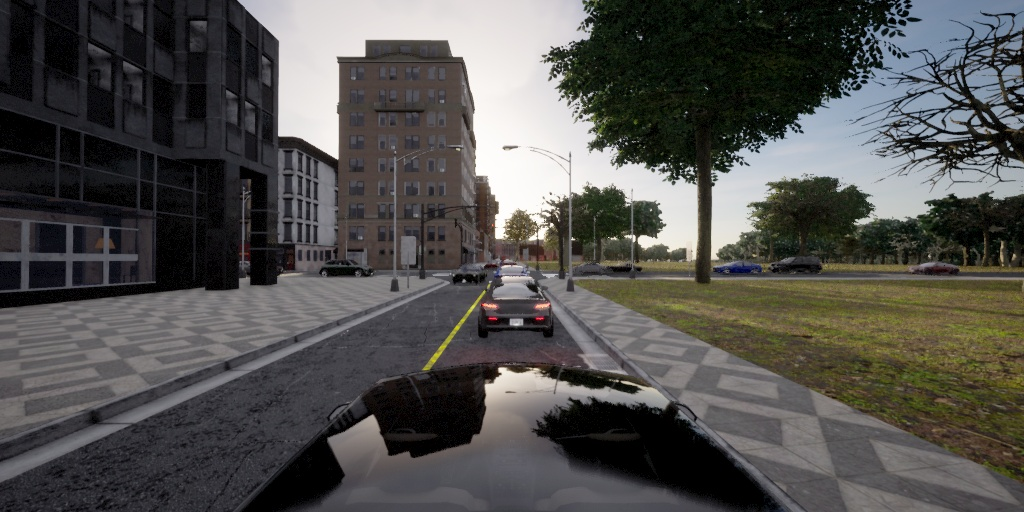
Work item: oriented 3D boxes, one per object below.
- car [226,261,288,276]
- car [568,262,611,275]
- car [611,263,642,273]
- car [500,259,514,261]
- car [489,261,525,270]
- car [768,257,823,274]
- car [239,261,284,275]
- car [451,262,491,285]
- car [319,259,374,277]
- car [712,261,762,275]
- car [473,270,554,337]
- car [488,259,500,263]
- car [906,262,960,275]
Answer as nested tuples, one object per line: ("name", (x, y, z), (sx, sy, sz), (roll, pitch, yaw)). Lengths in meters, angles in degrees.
("car", (-25.876, 1.271, 36.491), (4.892, 1.490, 1.837), (0, -1, 0))
("car", (8.380, 1.380, 39.949), (4.181, 1.385, 1.994), (0, -1, -4))
("car", (13.106, 1.459, 43.376), (4.718, 1.301, 1.895), (0, -1, 0))
("car", (-0.449, 1.304, 53.242), (1.882, 1.535, 5.008), (-1, 0, -3))
("car", (-0.012, 1.244, 19.530), (1.882, 1.535, 5.008), (0, 0, 0))
("car", (34.321, 1.106, 43.473), (5.566, 2.045, 2.150), (0, -1, 0))
("car", (-24.378, 1.221, 33.248), (4.902, 1.511, 2.128), (0, -1, 0))
("car", (-3.061, 1.373, 26.388), (1.895, 1.301, 4.718), (0, 0, 5))
("car", (-15.241, 1.078, 33.293), (4.553, 1.767, 2.097), (0, -1, 0))
("car", (25.156, 1.312, 40.182), (5.008, 1.535, 1.882), (0, -1, 0))
("car", (0.077, 1.281, 10.141), (1.812, 1.442, 4.674), (0, 0, -1))
("car", (-3.075, 1.437, 56.215), (1.895, 1.301, 4.718), (0, 0, 1))
("car", (47.198, 1.400, 40.194), (4.674, 1.442, 1.812), (0, -1, 0))
